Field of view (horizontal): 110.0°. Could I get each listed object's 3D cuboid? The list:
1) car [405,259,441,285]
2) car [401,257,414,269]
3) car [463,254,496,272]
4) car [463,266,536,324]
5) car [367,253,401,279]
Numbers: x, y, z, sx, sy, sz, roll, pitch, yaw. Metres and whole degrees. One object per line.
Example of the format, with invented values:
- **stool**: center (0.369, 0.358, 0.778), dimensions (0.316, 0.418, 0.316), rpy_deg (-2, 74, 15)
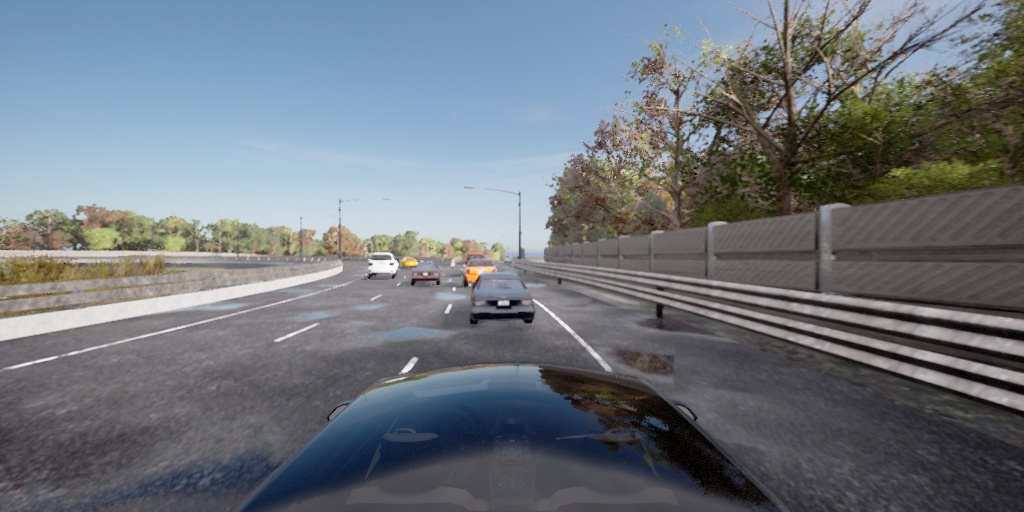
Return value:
- **car**: center (-5.824, 1.149, 24.411), dimensions (2.033, 1.411, 5.357), rpy_deg (0, 0, -12)
- **car**: center (-14.308, 0.915, 49.403), dimensions (1.882, 1.535, 5.008), rpy_deg (0, 0, -25)
- **car**: center (-2.100, 0.957, 23.332), dimensions (2.097, 1.767, 4.553), rpy_deg (0, 0, -8)
- **car**: center (-0.439, 1.231, 11.633), dimensions (2.033, 1.411, 5.357), rpy_deg (0, 0, -5)
- **car**: center (-10.926, 0.786, 30.539), dimensions (2.150, 2.045, 5.566), rpy_deg (0, 0, -15)
